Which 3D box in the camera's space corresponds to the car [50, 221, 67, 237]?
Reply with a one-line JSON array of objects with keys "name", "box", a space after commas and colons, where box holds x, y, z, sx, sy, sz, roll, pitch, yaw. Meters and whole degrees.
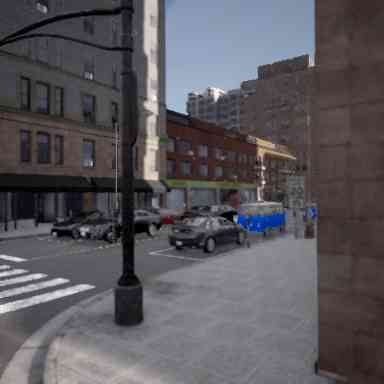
[{"name": "car", "box": [-5.786, 1.777, 18.843, 1.947, 1.339, 4.313, -1, -1, 35]}]

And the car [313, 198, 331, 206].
[{"name": "car", "box": [23.724, 1.820, 60.611, 2.008, 1.369, 4.403, -1, 0, 35]}]

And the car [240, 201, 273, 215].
[{"name": "car", "box": [7.330, 1.789, 37.407, 2.008, 1.369, 4.403, -1, 0, 35]}]

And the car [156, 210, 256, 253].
[{"name": "car", "box": [0.768, 1.680, 14.213, 2.008, 1.369, 4.403, -1, -1, 35]}]

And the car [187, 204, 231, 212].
[{"name": "car", "box": [1.747, 1.675, 25.103, 1.882, 1.535, 5.008, -1, 0, 35]}]

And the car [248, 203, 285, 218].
[{"name": "car", "box": [7.535, 1.810, 33.284, 1.895, 1.301, 4.718, -1, 0, 35]}]

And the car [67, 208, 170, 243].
[{"name": "car", "box": [-3.654, 1.677, 17.465, 2.128, 1.511, 4.902, -1, 0, 35]}]

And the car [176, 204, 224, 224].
[{"name": "car", "box": [0.772, 1.791, 28.125, 1.947, 1.339, 4.313, -1, -1, 35]}]

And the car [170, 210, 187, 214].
[{"name": "car", "box": [-2.507, 1.800, 23.484, 1.802, 1.307, 4.206, -1, -1, 35]}]

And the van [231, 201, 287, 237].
[{"name": "van", "box": [4.045, 1.478, 18.855, 1.690, 1.788, 3.998, -1, -1, 35]}]

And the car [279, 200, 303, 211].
[{"name": "car", "box": [13.887, 1.817, 46.688, 1.947, 1.339, 4.313, -1, 0, 35]}]

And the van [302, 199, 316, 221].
[{"name": "van", "box": [10.603, 1.492, 28.137, 1.690, 1.788, 3.998, -1, 0, 35]}]
